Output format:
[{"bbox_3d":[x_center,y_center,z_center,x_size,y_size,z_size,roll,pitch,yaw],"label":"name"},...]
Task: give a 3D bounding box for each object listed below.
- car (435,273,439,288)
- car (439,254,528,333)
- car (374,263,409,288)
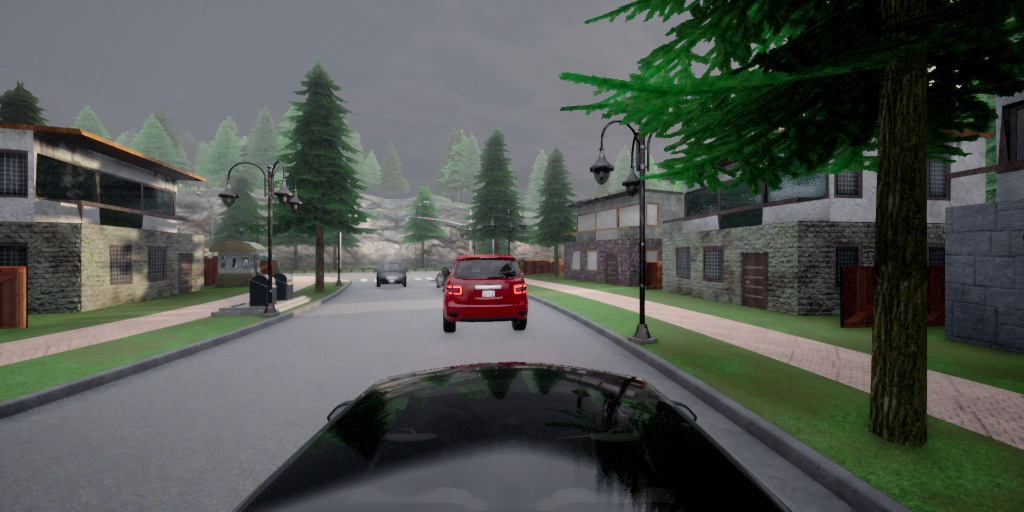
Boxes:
[{"bbox_3d":[-3.368,1.297,21.206,2.033,1.411,5.357,0,0,-18],"label":"car"},{"bbox_3d":[-0.952,0.971,11.023,2.150,2.045,5.566,0,0,-9],"label":"car"},{"bbox_3d":[-8.008,1.243,23.845,2.128,1.511,4.902,0,0,-19],"label":"car"}]
